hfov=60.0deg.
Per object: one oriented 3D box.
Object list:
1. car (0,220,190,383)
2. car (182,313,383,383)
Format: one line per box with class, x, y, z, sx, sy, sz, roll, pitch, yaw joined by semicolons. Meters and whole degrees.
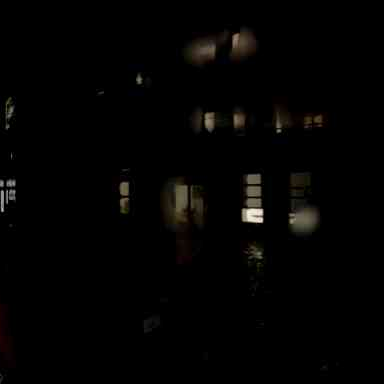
car;-2.314;1.319;4.525;5.009;1.841;2.192;0;0;35
car;2.199;1.439;1.309;4.097;1.590;1.967;0;0;35
